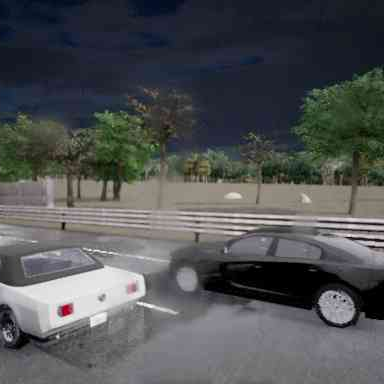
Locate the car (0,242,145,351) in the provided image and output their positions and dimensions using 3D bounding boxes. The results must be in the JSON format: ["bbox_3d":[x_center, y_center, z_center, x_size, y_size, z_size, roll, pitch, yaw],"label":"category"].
[{"bbox_3d":[-3.202,1.627,6.263,4.718,1.301,1.895,0,0,35],"label":"car"}]

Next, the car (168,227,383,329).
[{"bbox_3d":[1.741,1.488,7.044,5.008,1.535,1.882,0,0,35],"label":"car"}]
